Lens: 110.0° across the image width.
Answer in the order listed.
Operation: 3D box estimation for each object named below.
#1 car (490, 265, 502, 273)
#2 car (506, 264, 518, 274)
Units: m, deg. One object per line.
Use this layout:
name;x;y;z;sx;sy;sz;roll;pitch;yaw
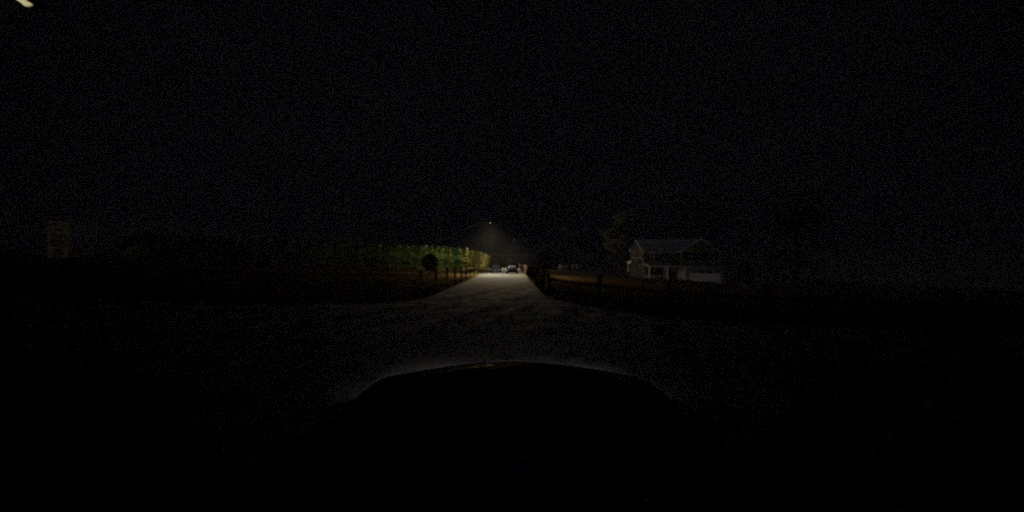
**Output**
car;-2.734;2.196;60.851;2.033;1.411;5.357;0;-1;0
car;0.014;2.121;55.820;2.033;1.411;5.357;0;-1;0
